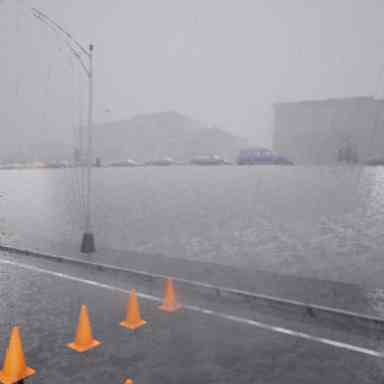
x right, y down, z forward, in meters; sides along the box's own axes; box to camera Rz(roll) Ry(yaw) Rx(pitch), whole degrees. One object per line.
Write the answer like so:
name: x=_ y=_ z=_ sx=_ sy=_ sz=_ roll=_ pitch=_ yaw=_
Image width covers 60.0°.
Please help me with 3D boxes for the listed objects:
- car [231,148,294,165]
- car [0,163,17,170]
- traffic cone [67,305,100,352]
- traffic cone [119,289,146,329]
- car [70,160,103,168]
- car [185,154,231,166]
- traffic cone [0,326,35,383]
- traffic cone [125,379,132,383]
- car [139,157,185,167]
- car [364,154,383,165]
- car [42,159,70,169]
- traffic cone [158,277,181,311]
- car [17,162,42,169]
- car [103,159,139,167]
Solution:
car: x=7.114 y=-3.193 z=32.617 sx=5.566 sy=2.045 sz=2.435 roll=2 pitch=1 yaw=25
car: x=-27.166 y=-3.683 z=51.114 sx=4.674 sy=1.452 sz=2.002 roll=1 pitch=0 yaw=33
traffic cone: x=-1.606 y=1.972 z=4.933 sx=0.340 sy=0.580 sz=0.340 roll=0 pitch=0 yaw=36
traffic cone: x=-1.023 y=1.977 z=5.745 sx=0.340 sy=0.580 sz=0.340 roll=0 pitch=0 yaw=36
car: x=-12.734 y=-3.387 z=42.524 sx=4.792 sy=1.488 sz=2.163 roll=1 pitch=0 yaw=29
car: x=2.020 y=-3.214 z=34.971 sx=4.553 sy=1.767 sz=2.185 roll=1 pitch=1 yaw=26
traffic cone: x=-2.190 y=1.967 z=4.121 sx=0.340 sy=0.580 sz=0.340 roll=0 pitch=0 yaw=36
traffic cone: x=-0.565 y=1.967 z=2.954 sx=0.340 sy=0.580 sz=0.340 roll=0 pitch=0 yaw=36
car: x=-3.054 y=-3.212 z=37.429 sx=4.892 sy=1.521 sz=2.231 roll=1 pitch=0 yaw=27
car: x=17.282 y=-2.545 z=28.338 sx=4.674 sy=1.452 sz=2.002 roll=2 pitch=1 yaw=22
car: x=-17.717 y=-3.647 z=45.340 sx=4.553 sy=1.767 sz=2.185 roll=1 pitch=0 yaw=31
traffic cone: x=-0.440 y=1.981 z=6.557 sx=0.340 sy=0.580 sz=0.340 roll=0 pitch=0 yaw=36
car: x=-22.463 y=-3.623 z=48.171 sx=5.008 sy=1.535 sz=2.097 roll=1 pitch=0 yaw=32
car: x=-7.878 y=-3.275 z=39.902 sx=4.674 sy=1.452 sz=2.002 roll=1 pitch=0 yaw=28
